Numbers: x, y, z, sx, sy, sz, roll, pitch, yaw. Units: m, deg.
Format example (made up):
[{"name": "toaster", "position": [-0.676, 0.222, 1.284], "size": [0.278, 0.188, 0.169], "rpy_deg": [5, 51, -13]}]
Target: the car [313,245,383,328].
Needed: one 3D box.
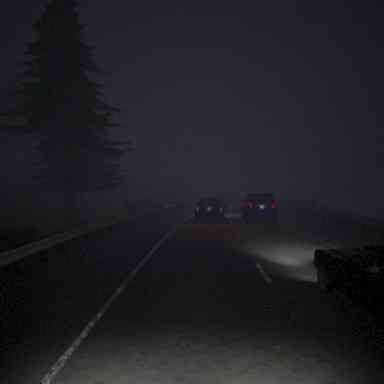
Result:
[{"name": "car", "position": [3.723, 1.566, 5.738], "size": [1.895, 1.301, 4.718], "rpy_deg": [0, 0, 1]}]

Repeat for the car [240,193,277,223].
[{"name": "car", "position": [4.822, 1.066, 24.387], "size": [2.150, 2.045, 5.566], "rpy_deg": [0, 0, 5]}]

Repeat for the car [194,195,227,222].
[{"name": "car", "position": [1.353, 1.194, 24.613], "size": [2.097, 1.767, 4.553], "rpy_deg": [0, 1, 5]}]
